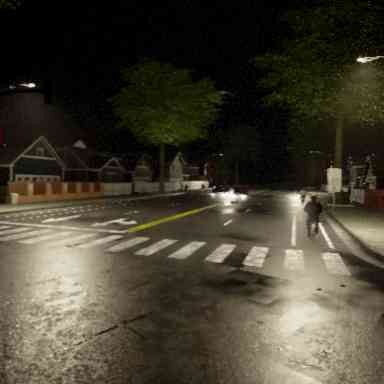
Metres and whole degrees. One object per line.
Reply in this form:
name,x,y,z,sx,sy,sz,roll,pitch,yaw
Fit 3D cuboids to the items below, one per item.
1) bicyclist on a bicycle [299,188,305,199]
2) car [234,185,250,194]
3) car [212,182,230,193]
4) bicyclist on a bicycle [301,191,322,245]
bicyclist on a bicycle,10.186,0.424,30.470,0.866,1.612,1.509,2,2,17
car,7.800,-0.360,52.133,1.895,1.301,4.718,2,2,17
car,4.724,-0.725,53.149,2.097,1.767,4.553,2,2,17
bicyclist on a bicycle,4.415,0.968,12.161,0.659,1.776,1.843,2,3,17
